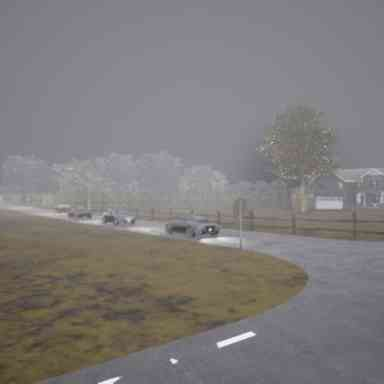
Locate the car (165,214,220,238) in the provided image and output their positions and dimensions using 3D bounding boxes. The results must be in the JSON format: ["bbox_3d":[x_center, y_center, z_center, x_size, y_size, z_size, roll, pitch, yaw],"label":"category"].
[{"bbox_3d":[-0.042,2.156,21.821,1.994,1.385,4.181,0,-2,-36],"label":"car"}]

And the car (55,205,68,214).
[{"bbox_3d":[-22.585,2.944,58.167,1.882,1.535,5.008,0,-1,-36],"label":"car"}]

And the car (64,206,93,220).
[{"bbox_3d":[-13.842,2.713,41.017,1.895,1.301,4.718,0,-1,-36],"label":"car"}]

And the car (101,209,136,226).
[{"bbox_3d":[-7.009,2.363,31.496,2.128,1.511,4.902,0,-1,-36],"label":"car"}]
